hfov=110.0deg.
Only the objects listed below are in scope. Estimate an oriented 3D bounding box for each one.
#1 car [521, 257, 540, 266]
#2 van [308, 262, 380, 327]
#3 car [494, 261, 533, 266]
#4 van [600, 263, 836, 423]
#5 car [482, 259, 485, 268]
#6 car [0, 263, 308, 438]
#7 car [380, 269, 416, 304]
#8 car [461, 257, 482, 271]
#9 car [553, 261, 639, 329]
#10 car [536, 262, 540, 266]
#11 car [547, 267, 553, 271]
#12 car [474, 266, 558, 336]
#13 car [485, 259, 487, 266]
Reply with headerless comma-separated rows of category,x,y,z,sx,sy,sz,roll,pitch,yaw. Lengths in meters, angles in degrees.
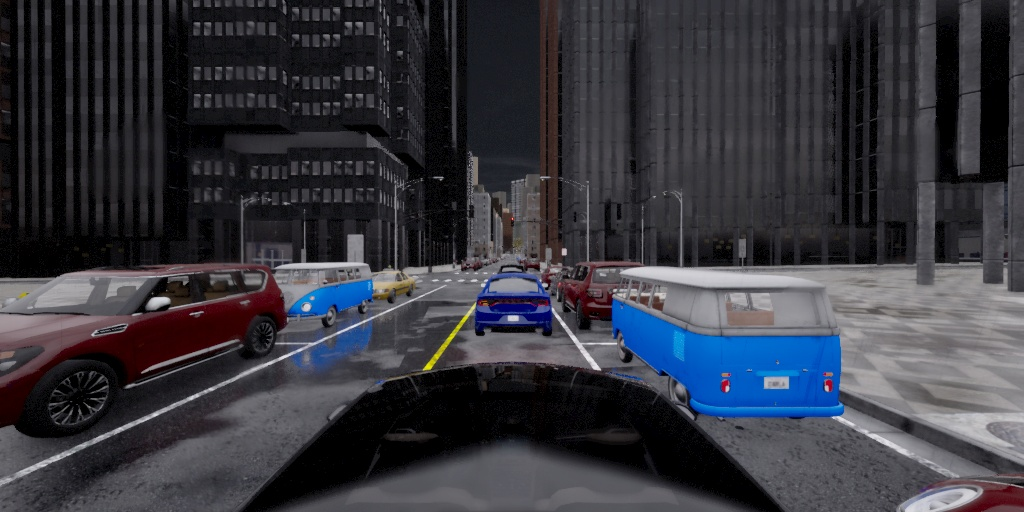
car,2.770,1.084,49.214,2.192,1.841,5.009,0,0,0
van,-5.763,1.091,11.137,1.690,1.789,3.998,0,0,0
car,0.004,1.257,20.783,1.837,1.490,4.892,0,0,0
van,2.767,1.091,5.598,1.690,1.789,3.998,0,0,0
car,-5.754,1.090,54.869,2.192,1.841,5.009,0,0,0
car,-5.765,1.064,5.612,2.192,1.841,5.009,0,0,0
car,-5.761,1.276,16.491,1.751,1.417,4.829,0,0,0
car,-5.755,1.084,49.225,2.192,1.841,5.009,0,0,0
car,2.767,1.065,11.123,2.192,1.841,5.009,0,0,0
car,2.766,1.297,22.174,1.888,1.381,4.507,0,0,0
car,2.766,1.301,16.649,2.007,1.370,4.403,0,0,0
car,0.060,1.228,10.412,1.882,1.535,5.008,0,0,1
car,-5.753,1.348,60.511,1.948,1.339,4.313,0,0,0
